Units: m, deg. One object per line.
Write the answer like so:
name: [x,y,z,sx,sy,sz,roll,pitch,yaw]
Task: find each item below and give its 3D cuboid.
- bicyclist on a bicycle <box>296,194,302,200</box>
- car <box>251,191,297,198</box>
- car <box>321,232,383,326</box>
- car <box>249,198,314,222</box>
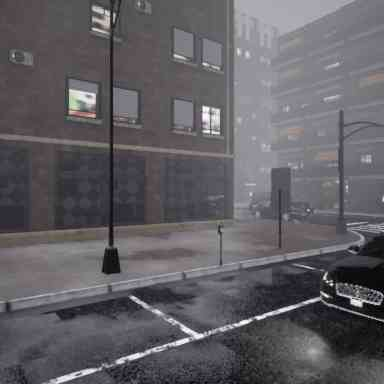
bicyclist on a bicycle: [11.519,1.014,36.195,1.656,1.620,0.582,0,1,-36]
car: [7.168,0.990,27.321,2.150,2.045,5.566,0,1,-36]
car: [4.552,1.507,6.615,4.892,1.490,1.837,1,0,-35]
car: [6.260,1.344,24.180,2.008,1.369,4.403,1,0,-36]
